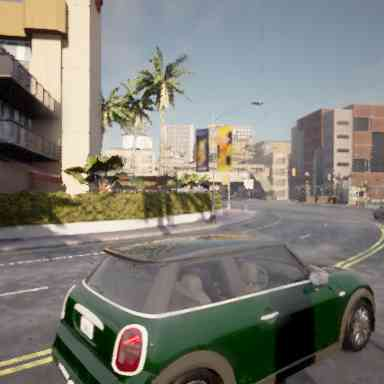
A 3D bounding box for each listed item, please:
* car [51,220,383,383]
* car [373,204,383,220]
[{"bbox_3d":[0.628,1.371,4.609,4.553,1.767,2.097,0,0,-38],"label":"car"},{"bbox_3d":[16.290,1.665,27.224,1.812,1.442,4.674,0,0,17],"label":"car"}]
